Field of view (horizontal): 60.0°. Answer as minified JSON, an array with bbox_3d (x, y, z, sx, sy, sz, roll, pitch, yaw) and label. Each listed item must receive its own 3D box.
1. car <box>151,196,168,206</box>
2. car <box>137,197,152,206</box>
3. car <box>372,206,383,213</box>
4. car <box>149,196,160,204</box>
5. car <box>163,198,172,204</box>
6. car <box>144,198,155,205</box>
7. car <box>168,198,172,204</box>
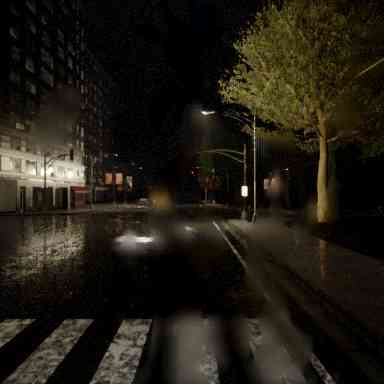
[{"bbox_3d":[-6.350,1.925,65.976,1.882,1.535,5.008,0,-1,0],"label":"car"},{"bbox_3d":[-9.601,2.007,65.649,1.994,1.385,4.181,0,-1,0],"label":"car"},{"bbox_3d":[41.779,3.911,74.422,4.892,1.490,1.837,4,-3,-45],"label":"car"},{"bbox_3d":[-9.553,1.959,85.923,2.150,2.045,5.566,0,-1,0],"label":"car"},{"bbox_3d":[-6.303,2.262,86.178,1.812,1.442,4.674,0,-1,0],"label":"car"},{"bbox_3d":[-9.578,2.131,75.517,1.994,1.385,4.181,0,-1,0],"label":"car"},{"bbox_3d":[-6.327,2.125,75.976,2.033,1.411,5.357,0,-1,0],"label":"car"}]
